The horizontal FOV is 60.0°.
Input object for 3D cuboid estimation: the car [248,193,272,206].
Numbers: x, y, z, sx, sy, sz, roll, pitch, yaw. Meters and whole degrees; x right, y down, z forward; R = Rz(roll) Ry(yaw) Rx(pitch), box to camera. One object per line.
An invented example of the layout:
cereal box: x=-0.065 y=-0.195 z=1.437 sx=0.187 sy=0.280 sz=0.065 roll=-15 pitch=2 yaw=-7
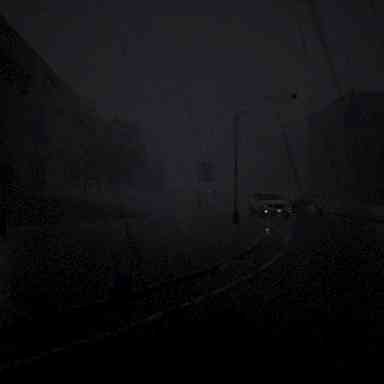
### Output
car: x=9.005 y=1.004 z=44.502 sx=1.882 sy=1.535 sz=5.008 roll=0 pitch=1 yaw=-3

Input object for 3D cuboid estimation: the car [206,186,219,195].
car: x=4.143 y=-0.330 z=67.541 sx=2.097 sy=1.767 sz=4.553 roll=0 pitch=4 yaw=-3

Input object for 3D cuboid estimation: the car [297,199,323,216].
car: x=9.776 y=1.338 z=29.228 sx=1.994 sy=1.385 sz=4.181 roll=0 pitch=0 yaw=-2

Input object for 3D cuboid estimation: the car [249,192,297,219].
car: x=6.243 y=0.991 z=26.999 sx=2.150 sy=2.045 sz=5.566 roll=0 pitch=0 yaw=-3
